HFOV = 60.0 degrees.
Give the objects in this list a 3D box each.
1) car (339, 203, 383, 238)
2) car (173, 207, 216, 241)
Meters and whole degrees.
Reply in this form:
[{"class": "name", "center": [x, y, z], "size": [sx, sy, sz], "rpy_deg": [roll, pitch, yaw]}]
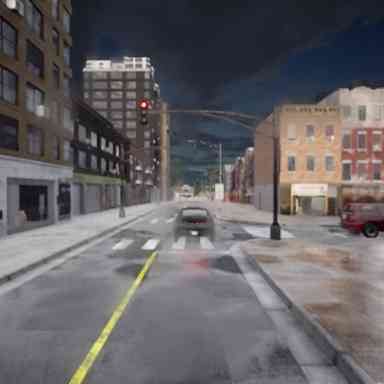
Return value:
[{"class": "car", "center": [10.855, 1.571, 18.505], "size": [5.009, 1.841, 2.192], "rpy_deg": [1, -1, 0]}, {"class": "car", "center": [0.124, 1.518, 16.513], "size": [1.837, 1.490, 4.892], "rpy_deg": [1, -1, 1]}]
